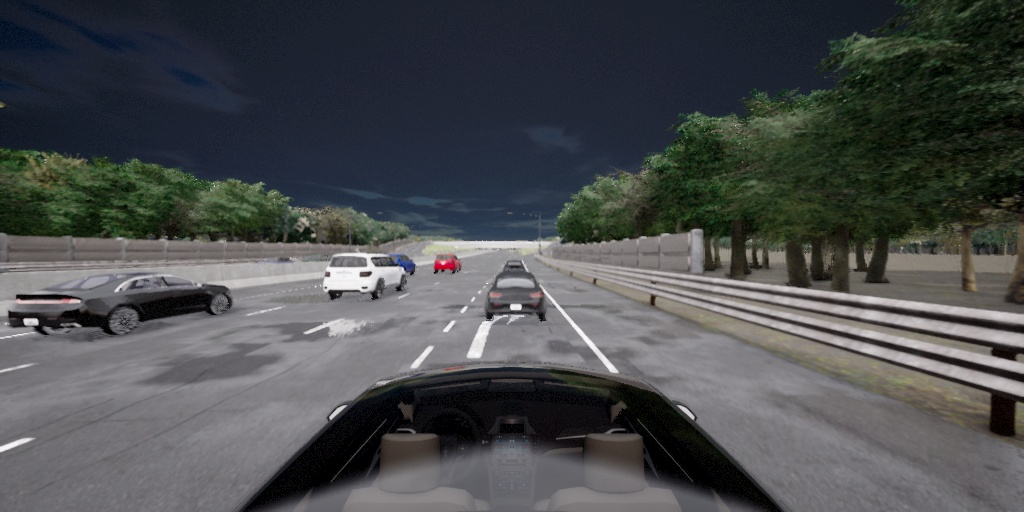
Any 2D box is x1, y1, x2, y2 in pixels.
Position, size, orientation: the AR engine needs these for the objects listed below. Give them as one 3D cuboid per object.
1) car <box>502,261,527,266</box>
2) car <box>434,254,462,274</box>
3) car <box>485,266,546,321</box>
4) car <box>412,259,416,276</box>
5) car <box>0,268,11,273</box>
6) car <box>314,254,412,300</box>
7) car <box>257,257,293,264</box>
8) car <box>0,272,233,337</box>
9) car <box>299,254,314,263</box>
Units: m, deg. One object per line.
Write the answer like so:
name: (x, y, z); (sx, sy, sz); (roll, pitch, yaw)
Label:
car: (0.193, 1.126, 30.510); (1.837, 1.490, 4.892); (0, 0, 0)
car: (-6.756, 0.808, 37.988); (2.150, 2.045, 5.566); (0, 0, 0)
car: (0.115, 1.229, 12.143); (1.812, 1.442, 4.674); (0, 0, 0)
car: (-10.297, 0.834, 32.135); (2.150, 2.045, 5.566); (0, 0, 0)
car: (-31.553, 1.158, 19.837); (2.128, 1.511, 4.902); (0, 0, 0)
car: (-6.870, 0.901, 17.374); (2.150, 2.045, 5.566); (0, 0, 0)
car: (-27.899, 0.912, 42.171); (2.097, 1.767, 4.553); (0, 0, 1)
car: (-10.389, 1.203, 10.173); (2.128, 1.511, 4.902); (0, 0, 0)
car: (-24.369, 0.765, 45.000); (2.150, 2.045, 5.566); (0, 0, 1)
